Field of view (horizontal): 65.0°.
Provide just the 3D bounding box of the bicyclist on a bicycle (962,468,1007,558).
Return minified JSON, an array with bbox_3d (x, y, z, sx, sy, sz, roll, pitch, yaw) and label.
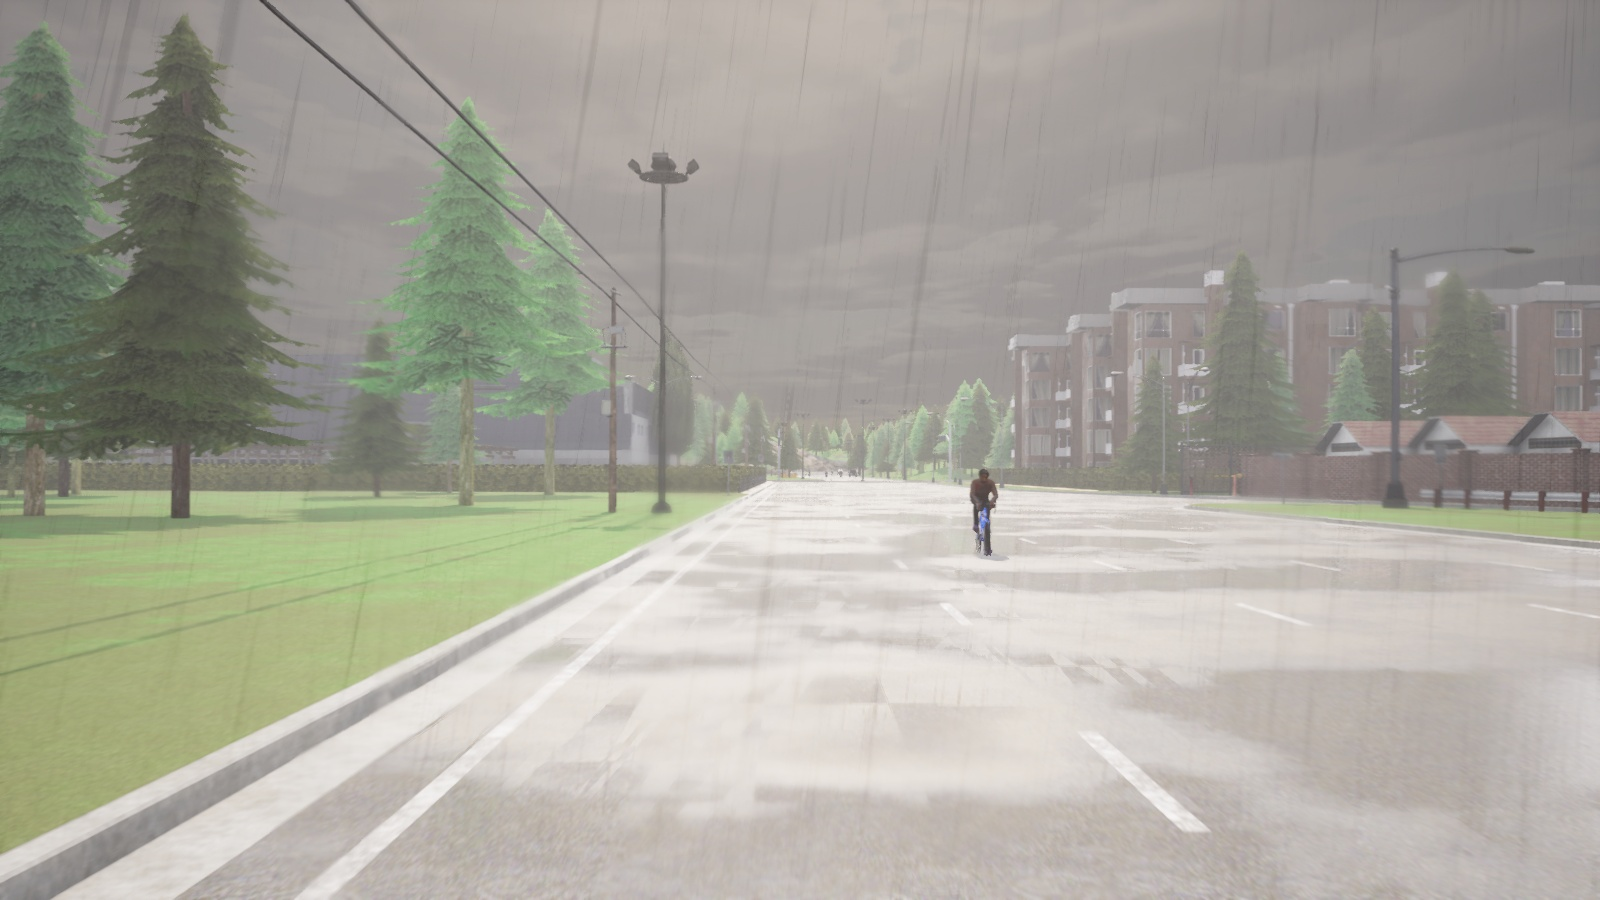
[{"bbox_3d":[3.443,1.147,23.524,0.582,1.620,1.656,0,-1,0],"label":"bicyclist on a bicycle"}]
